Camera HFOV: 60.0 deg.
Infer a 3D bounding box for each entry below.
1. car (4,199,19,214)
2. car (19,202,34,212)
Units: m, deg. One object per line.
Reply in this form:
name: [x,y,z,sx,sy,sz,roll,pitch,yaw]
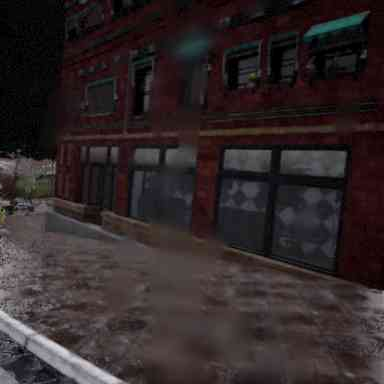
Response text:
car: [-24.745,1.862,42.631,2.150,2.045,5.566,4,-2,-10]
car: [-26.731,2.447,53.107,1.837,1.490,4.892,4,-3,-10]
